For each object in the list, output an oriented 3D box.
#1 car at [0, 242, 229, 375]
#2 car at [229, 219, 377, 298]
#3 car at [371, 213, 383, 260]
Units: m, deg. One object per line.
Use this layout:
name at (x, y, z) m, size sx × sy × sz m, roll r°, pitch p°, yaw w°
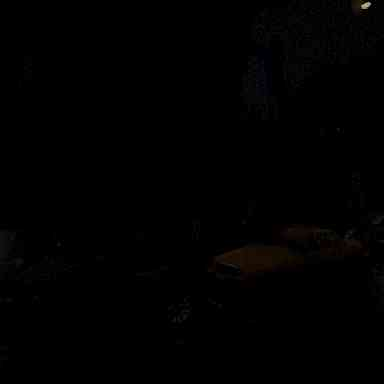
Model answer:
car at (-1.719, 1.566, 5.424) m, size 4.313 × 1.339 × 1.947 m, roll 0°, pitch 0°, yaw -36°
car at (2.567, 1.525, 8.488) m, size 4.829 × 1.417 × 1.752 m, roll 0°, pitch 0°, yaw -36°
car at (7.128, 1.440, 11.749) m, size 4.097 × 1.590 × 1.967 m, roll 0°, pitch 0°, yaw -36°
